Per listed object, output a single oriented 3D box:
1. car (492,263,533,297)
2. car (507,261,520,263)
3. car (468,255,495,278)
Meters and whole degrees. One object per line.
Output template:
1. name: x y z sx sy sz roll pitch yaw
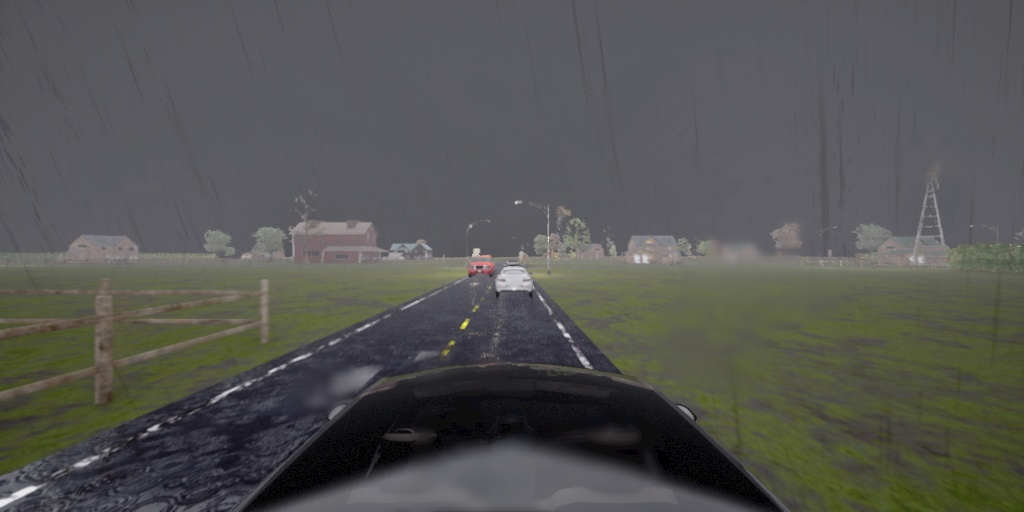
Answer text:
1. car: 0.103 1.270 18.797 1.812 1.442 4.674 0 0 0
2. car: 0.107 1.240 38.274 1.837 1.490 4.892 0 0 0
3. car: -2.837 0.959 34.147 2.150 2.045 5.566 0 0 0
